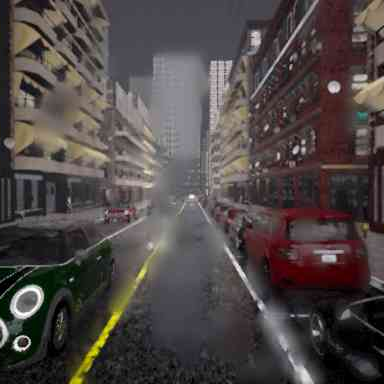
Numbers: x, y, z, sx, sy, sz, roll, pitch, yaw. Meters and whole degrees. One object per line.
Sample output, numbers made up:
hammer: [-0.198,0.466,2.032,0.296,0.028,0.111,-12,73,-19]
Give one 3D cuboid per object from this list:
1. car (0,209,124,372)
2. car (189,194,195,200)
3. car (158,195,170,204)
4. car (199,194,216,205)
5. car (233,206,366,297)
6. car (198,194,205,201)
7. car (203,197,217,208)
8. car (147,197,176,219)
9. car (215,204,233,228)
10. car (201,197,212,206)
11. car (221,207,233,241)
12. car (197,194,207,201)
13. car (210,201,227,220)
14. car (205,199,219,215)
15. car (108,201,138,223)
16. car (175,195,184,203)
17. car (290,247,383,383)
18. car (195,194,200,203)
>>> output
car: [-2.824,1.357,6.010,2.097,1.767,4.553,0,0,0]
car: [0.003,1.440,92.075,1.812,1.442,4.674,0,0,0]
car: [-5.323,1.487,64.058,1.967,1.590,4.097,-1,0,0]
car: [2.555,1.351,47.432,2.192,1.841,5.009,-1,0,0]
car: [2.554,1.323,8.589,2.192,1.841,5.009,-1,0,0]
car: [2.559,1.501,91.823,1.967,1.590,4.097,-1,0,0]
car: [2.558,1.579,36.333,2.008,1.369,4.403,-1,0,0]
car: [-2.846,1.515,29.622,2.128,1.511,4.902,0,0,0]
car: [2.558,1.599,19.686,1.802,1.307,4.206,-1,0,0]
car: [2.558,1.568,58.699,1.752,1.417,4.829,-1,0,0]
car: [2.557,1.563,14.137,2.008,1.369,4.403,-1,0,0]
car: [2.557,1.373,86.274,2.192,1.841,5.009,-1,0,0]
car: [2.558,1.603,25.236,1.802,1.307,4.206,-1,0,0]
car: [2.558,1.590,30.784,1.947,1.339,4.313,-1,0,0]
car: [-5.324,1.461,25.214,1.967,1.590,4.097,-1,0,0]
car: [-2.747,1.368,71.092,2.097,1.767,4.553,0,0,0]
car: [2.557,1.569,3.039,1.947,1.339,4.313,-1,0,0]
car: [2.229,1.577,73.870,1.812,1.442,4.674,0,0,0]
